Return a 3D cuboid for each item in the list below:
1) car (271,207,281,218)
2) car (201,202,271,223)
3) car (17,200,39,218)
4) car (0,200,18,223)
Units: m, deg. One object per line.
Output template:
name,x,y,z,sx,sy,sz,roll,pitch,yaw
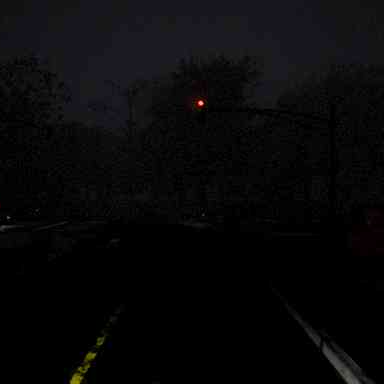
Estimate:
car,5.375,1.632,29.596,4.718,1.301,1.895,0,0,0
car,3.120,1.523,25.207,4.892,1.490,1.837,0,-1,-17
car,-16.174,1.441,29.519,4.902,1.511,2.128,0,0,0
car,-14.901,1.472,22.823,4.674,1.442,1.812,0,0,0
